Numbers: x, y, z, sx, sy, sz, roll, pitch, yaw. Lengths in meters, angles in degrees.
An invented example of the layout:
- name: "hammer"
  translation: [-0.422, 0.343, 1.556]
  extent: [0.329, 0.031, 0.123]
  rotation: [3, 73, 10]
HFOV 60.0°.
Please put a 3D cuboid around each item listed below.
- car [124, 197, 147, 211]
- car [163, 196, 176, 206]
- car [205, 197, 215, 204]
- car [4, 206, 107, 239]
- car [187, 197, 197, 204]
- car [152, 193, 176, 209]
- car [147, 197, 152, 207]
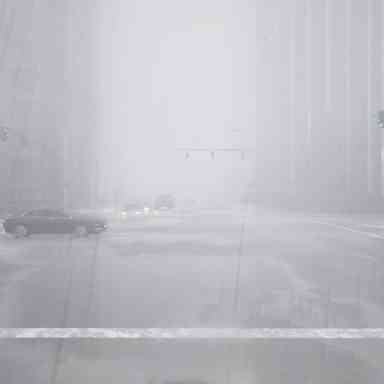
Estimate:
- name: "car"
  translation: [-7.141, 1.477, 41.252]
  extent: [1.882, 1.535, 5.008]
  rotation: [0, 0, 0]
- name: "car"
  translation: [-3.636, 1.477, 54.342]
  extent: [1.882, 1.535, 5.008]
  rotation: [0, 0, 0]
- name: "car"
  translation: [3.433, 1.600, 65.003]
  extent: [1.895, 1.301, 4.718]
  rotation: [0, 0, 0]
- name: "car"
  translation: [-6.809, 1.505, 16.859]
  extent: [4.892, 1.490, 1.837]
  rotation: [0, 0, -1]
- name: "car"
  translation: [-0.067, 1.600, 65.539]
  extent: [1.895, 1.301, 4.718]
  rotation: [0, 0, 0]
- name: "car"
  translation: [-3.644, 1.221, 44.346]
  extent: [2.150, 2.045, 5.566]
  rotation: [0, 0, 0]
- name: "car"
  translation: [-7.139, 1.491, 50.739]
  extent: [2.128, 1.511, 4.902]
  rotation: [0, 0, 0]
